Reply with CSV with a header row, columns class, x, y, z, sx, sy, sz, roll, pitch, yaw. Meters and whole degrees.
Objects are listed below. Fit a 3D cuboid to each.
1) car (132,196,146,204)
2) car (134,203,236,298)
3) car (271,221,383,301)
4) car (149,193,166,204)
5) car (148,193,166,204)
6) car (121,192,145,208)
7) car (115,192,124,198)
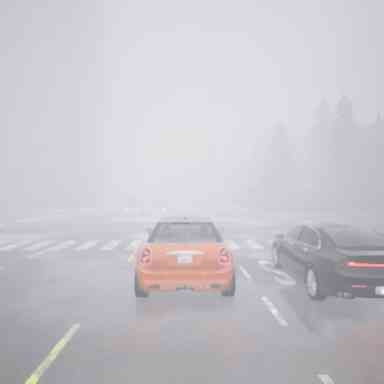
class,x,y,z,sx,sy,sz,roll,pitch,yaw
car,-9.888,1.516,61.809,1.994,1.385,4.181,0,0,-17
car,-0.181,1.343,8.698,2.097,1.767,4.553,0,0,-1
car,3.356,1.490,8.295,1.837,1.490,4.892,0,0,-1
car,-4.896,1.309,49.267,2.097,1.767,4.553,0,0,-2
car,-6.778,1.167,63.813,2.150,2.045,5.566,0,0,-19
car,-8.337,1.317,47.790,2.097,1.767,4.553,0,0,-2
car,-15.390,0.786,76.479,5.566,2.045,2.150,0,0,40
